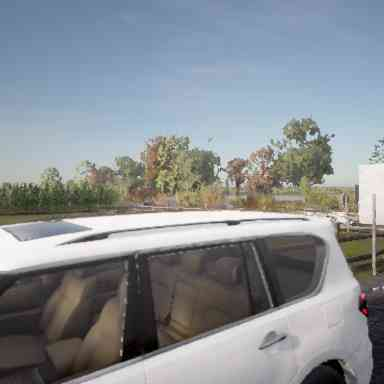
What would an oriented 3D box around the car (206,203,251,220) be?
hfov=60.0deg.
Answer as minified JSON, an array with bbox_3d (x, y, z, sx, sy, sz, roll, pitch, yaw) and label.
[{"bbox_3d":[3.536,1.867,33.288,1.812,1.442,4.674,-1,-1,-34],"label":"car"}]

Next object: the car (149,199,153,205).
[{"bbox_3d":[-5.706,2.175,57.640,1.812,1.442,4.674,0,-1,-17],"label":"car"}]

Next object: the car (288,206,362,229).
[{"bbox_3d":[9.645,1.795,24.505,1.895,1.301,4.718,-1,0,-35],"label":"car"}]

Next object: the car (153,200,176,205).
[{"bbox_3d":[-2.981,1.981,43.535,1.882,1.535,5.008,-1,-1,-29],"label":"car"}]

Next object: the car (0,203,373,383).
[{"bbox_3d":[-0.894,1.221,2.435,5.566,2.045,2.150,0,0,-36],"label":"car"}]

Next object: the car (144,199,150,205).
[{"bbox_3d":[-8.605,2.254,67.435,2.128,1.511,4.902,0,0,-19],"label":"car"}]
